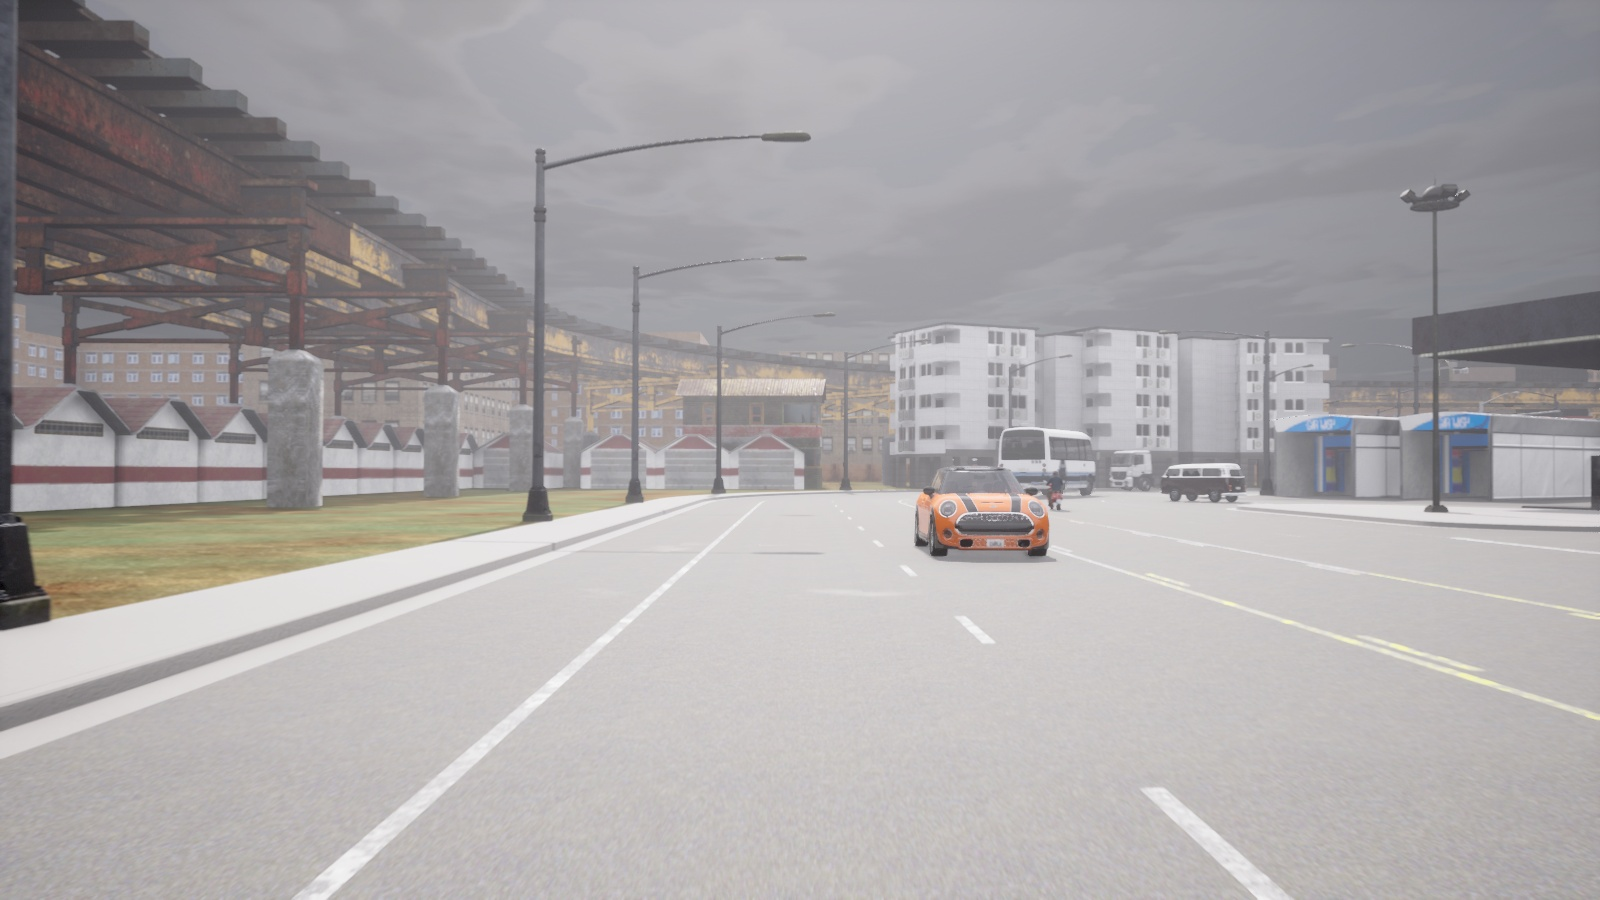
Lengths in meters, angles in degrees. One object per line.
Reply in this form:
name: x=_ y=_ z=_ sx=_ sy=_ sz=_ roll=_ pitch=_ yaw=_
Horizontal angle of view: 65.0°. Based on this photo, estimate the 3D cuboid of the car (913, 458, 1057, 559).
car: x=3.445 y=1.066 z=24.316 sx=2.097 sy=1.767 sz=4.553 roll=0 pitch=-1 yaw=0

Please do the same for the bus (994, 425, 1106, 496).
bus: x=16.199 y=0.722 z=80.543 sx=3.944 sy=4.253 sz=10.273 roll=-1 pitch=-1 yaw=30

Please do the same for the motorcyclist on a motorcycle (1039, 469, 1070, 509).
motorcyclist on a motorcycle: x=10.387 y=1.584 z=51.247 sx=0.866 sy=1.590 sz=1.817 roll=0 pitch=-1 yaw=0

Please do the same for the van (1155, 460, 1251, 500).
van: x=21.489 y=1.576 z=67.115 sx=2.069 sy=2.038 sz=4.480 roll=1 pitch=-1 yaw=-37
